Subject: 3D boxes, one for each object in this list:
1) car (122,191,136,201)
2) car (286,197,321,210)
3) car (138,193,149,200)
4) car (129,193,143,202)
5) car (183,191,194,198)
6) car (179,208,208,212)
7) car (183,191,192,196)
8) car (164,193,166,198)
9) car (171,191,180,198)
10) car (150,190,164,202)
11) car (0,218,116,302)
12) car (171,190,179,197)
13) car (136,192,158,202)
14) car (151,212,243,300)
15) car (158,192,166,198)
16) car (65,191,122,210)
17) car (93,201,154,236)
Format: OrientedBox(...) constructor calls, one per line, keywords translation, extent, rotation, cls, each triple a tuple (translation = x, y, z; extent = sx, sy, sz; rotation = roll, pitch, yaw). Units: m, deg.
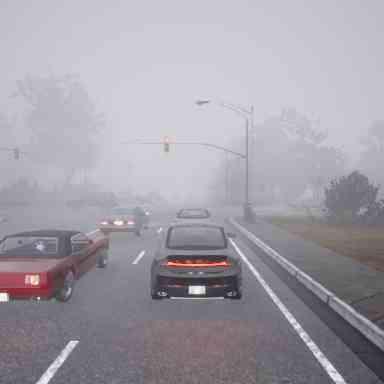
OrientedBox(translation=(-10.691, 0.821, 53.796), extent=(2.150, 2.045, 5.566), rotation=(0, 0, 0), cls="car")
OrientedBox(translation=(13.662, 1.273, 38.331), extent=(5.357, 1.411, 2.033), rotation=(0, 0, 0), cls="car")
OrientedBox(translation=(-10.742, 0.991, 73.769), extent=(1.895, 1.301, 4.718), rotation=(0, 1, -1), cls="car")
OrientedBox(translation=(-10.676, 0.987, 63.683), extent=(1.882, 1.535, 5.008), rotation=(0, 1, 0), cls="car")
OrientedBox(translation=(-0.671, 0.783, 85.235), extent=(1.994, 1.385, 4.181), rotation=(0, 1, -4), cls="car")
OrientedBox(translation=(0.080, 1.497, 17.628), extent=(1.895, 1.301, 4.718), rotation=(0, 0, 0), cls="car")
OrientedBox(translation=(-1.424, 0.465, 95.112), extent=(2.033, 1.411, 5.357), rotation=(0, 1, -7), cls="car")
OrientedBox(translation=(-7.237, 0.876, 73.642), extent=(1.882, 1.535, 5.008), rotation=(0, 1, -1), cls="car")
OrientedBox(translation=(-4.143, 0.602, 84.681), extent=(2.097, 1.767, 4.553), rotation=(0, 1, -4), cls="car")
OrientedBox(translation=(-7.166, 0.733, 63.452), extent=(2.150, 2.045, 5.566), rotation=(0, 1, -1), cls="car")
OrientedBox(translation=(-3.413, 1.570, 8.135), extent=(1.895, 1.301, 4.718), rotation=(0, 0, 0), cls="car")
OrientedBox(translation=(-4.912, 0.451, 94.749), extent=(2.097, 1.767, 4.553), rotation=(0, 1, -7), cls="car")
OrientedBox(translation=(-7.192, 1.151, 53.277), extent=(2.033, 1.411, 5.357), rotation=(0, 0, 0), cls="car")
OrientedBox(translation=(0.088, 1.473, 8.315), extent=(1.837, 1.490, 4.892), rotation=(0, 0, 0), cls="car")
OrientedBox(translation=(-7.602, 0.780, 83.911), extent=(1.812, 1.442, 4.674), rotation=(0, 1, -3), cls="car")
OrientedBox(translation=(-11.052, 0.959, 36.911), extent=(5.566, 2.045, 2.150), rotation=(0, 0, -3), cls="car")
OrientedBox(translation=(-3.446, 1.442, 17.724), extent=(2.033, 1.411, 5.357), rotation=(0, 0, -1), cls="car")
